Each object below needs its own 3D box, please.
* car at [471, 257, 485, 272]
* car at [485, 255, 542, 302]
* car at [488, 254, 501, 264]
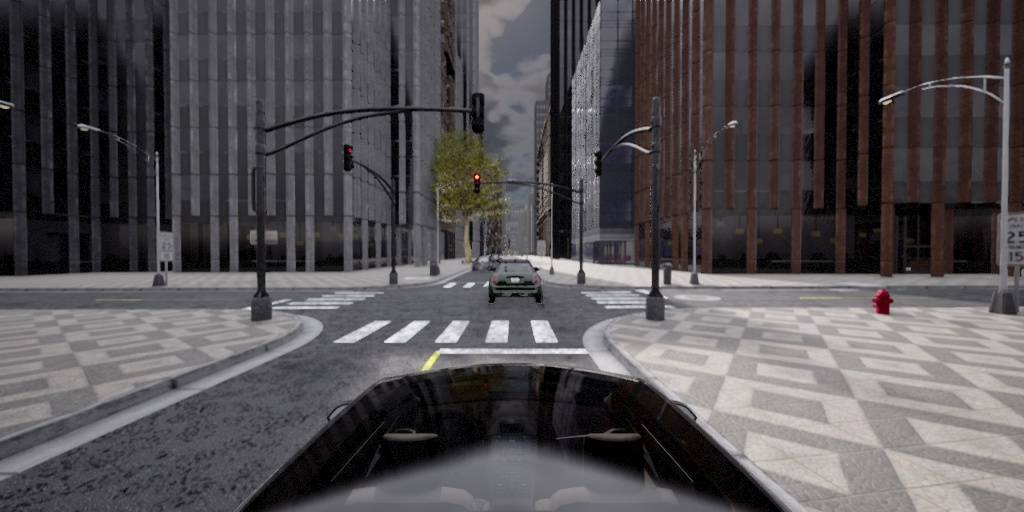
[{"bbox_3d":[-2.980,0.854,36.432,1.812,1.442,4.674,0,1,0],"label":"car"},{"bbox_3d":[0.134,0.929,15.804,2.097,1.767,4.553,0,1,0],"label":"car"},{"bbox_3d":[-2.843,0.528,59.312,1.882,1.535,5.008,0,0,1],"label":"car"}]
